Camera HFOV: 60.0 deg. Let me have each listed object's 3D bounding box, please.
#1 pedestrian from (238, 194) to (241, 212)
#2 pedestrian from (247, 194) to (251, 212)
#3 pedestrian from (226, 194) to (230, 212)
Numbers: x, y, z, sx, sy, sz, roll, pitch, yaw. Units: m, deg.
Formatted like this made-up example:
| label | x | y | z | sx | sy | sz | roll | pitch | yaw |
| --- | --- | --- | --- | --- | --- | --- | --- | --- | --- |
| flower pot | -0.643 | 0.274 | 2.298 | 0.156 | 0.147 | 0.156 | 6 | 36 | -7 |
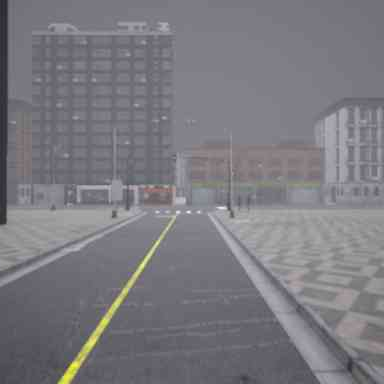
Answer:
| label | x | y | z | sx | sy | sz | roll | pitch | yaw |
| --- | --- | --- | --- | --- | --- | --- | --- | --- | --- |
| pedestrian | 4.648 | 1.076 | 32.861 | 0.375 | 1.860 | 0.375 | 0 | 0 | 0 |
| pedestrian | 5.648 | 1.069 | 33.461 | 0.375 | 1.860 | 0.375 | 0 | 0 | 0 |
| pedestrian | 3.648 | 1.077 | 34.062 | 0.375 | 1.860 | 0.375 | 0 | 0 | 0 |
